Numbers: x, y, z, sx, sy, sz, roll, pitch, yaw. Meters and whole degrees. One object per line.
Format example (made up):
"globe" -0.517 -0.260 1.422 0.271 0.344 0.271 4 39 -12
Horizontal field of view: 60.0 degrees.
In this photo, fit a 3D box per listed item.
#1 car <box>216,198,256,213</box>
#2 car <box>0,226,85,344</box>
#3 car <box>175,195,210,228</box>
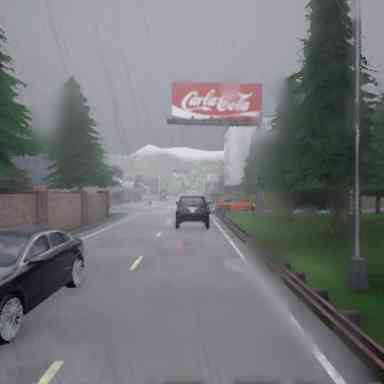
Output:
"car" 5.200 1.495 39.104 4.553 1.767 2.097 0 0 -12
"car" -3.586 1.486 6.455 2.128 1.511 4.902 0 0 0
"car" 0.046 1.205 22.285 2.150 2.045 5.566 0 0 1
